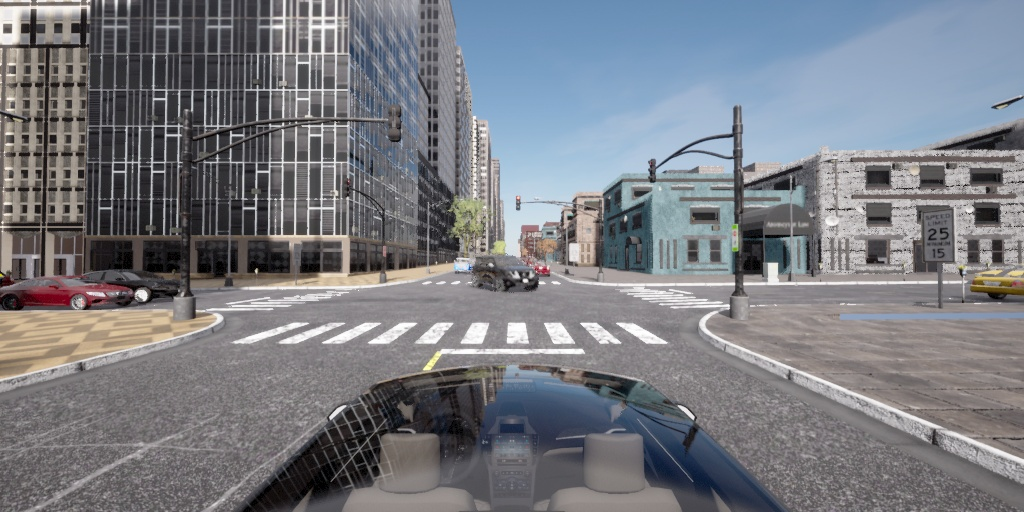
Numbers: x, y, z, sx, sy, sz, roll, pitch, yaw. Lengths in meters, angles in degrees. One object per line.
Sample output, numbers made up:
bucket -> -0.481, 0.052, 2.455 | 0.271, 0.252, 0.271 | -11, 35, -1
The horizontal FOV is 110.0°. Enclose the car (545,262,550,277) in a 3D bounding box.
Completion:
car -> 2.702, 1.194, 35.902 | 1.967, 1.591, 4.097 | 0, 0, 0

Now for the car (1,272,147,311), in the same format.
car -> -17.415, 1.413, 14.069 | 4.207, 1.307, 1.802 | 0, 0, 1

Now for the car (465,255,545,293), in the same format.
car -> -0.613, 0.977, 21.488 | 2.150, 2.045, 5.566 | -1, 0, -29

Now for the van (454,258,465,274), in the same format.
van -> -5.677, 1.096, 41.540 | 1.690, 1.789, 3.998 | 0, 0, 0

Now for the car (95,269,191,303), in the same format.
car -> -17.888, 1.359, 16.681 | 5.008, 1.535, 1.882 | -1, -1, 0

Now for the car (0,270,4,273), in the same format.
car -> -23.098, 1.325, 14.125 | 4.097, 1.591, 1.967 | 0, 0, 1

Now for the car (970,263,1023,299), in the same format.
car -> 20.694, 0.994, 13.691 | 4.829, 1.417, 1.751 | 0, 0, 1
